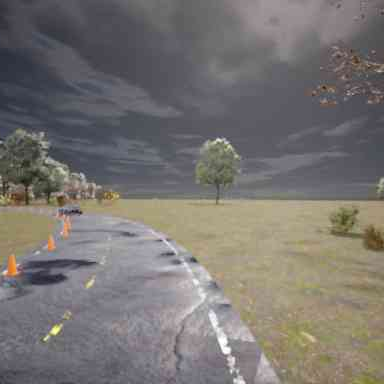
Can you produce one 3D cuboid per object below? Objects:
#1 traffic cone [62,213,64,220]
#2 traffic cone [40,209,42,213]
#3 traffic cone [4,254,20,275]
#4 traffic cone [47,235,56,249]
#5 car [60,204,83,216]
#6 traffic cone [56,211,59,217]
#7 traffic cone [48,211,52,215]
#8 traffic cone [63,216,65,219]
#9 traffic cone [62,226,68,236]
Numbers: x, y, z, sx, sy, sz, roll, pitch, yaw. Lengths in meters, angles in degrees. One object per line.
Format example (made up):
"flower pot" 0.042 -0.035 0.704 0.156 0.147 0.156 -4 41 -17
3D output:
"traffic cone" -12.654 2.408 32.802 0.340 0.580 0.340 0 -1 -27
"traffic cone" -20.423 2.524 45.052 0.340 0.580 0.340 1 -1 -38
"traffic cone" -5.312 2.122 9.840 0.340 0.580 0.340 0 -1 -9
"traffic cone" -6.187 2.186 14.602 0.340 0.580 0.340 0 -1 -12
"car" -14.572 2.102 40.115 1.994 1.385 4.181 1 -1 -33
"traffic cone" -14.981 2.453 37.049 0.340 0.580 0.340 1 -1 -31
"traffic cone" -17.574 2.491 41.137 0.340 0.580 0.340 1 -1 -34
"traffic cone" -10.603 2.359 28.417 0.340 0.580 0.340 0 -1 -23
"traffic cone" -7.363 2.247 19.298 0.340 0.580 0.340 0 -1 -16
